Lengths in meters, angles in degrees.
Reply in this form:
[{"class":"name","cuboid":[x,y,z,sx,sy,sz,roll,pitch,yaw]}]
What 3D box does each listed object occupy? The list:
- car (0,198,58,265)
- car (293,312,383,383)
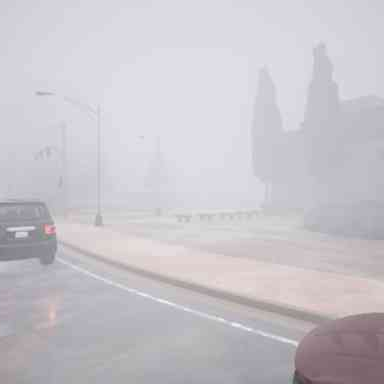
[{"class":"car","cuboid":[-6.159,1.222,10.932,2.150,2.045,5.566,0,0,-38]},{"class":"car","cuboid":[3.144,1.478,1.917,5.008,1.535,1.882,0,0,34]}]
